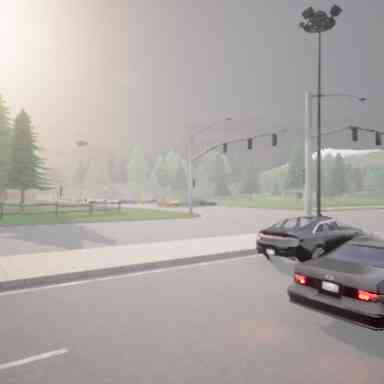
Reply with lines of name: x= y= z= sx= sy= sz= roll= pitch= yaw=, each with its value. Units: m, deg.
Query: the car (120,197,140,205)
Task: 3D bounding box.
car: x=-12.556 y=1.708 z=65.223 sx=1.812 sy=1.442 sz=4.674 roll=0 pitch=0 yaw=-34

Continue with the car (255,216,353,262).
car: x=4.273 y=1.557 z=11.108 sx=4.902 sy=1.511 sz=2.128 roll=0 pitch=0 yaw=-35

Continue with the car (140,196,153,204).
car: x=-9.622 y=1.684 z=67.148 sx=1.882 sy=1.535 sz=5.008 roll=0 pitch=0 yaw=-35

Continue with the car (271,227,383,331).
car: x=4.277 y=1.596 z=6.816 sx=5.357 sy=1.411 sz=2.033 roll=1 pitch=0 yaw=-35

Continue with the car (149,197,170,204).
car: x=-6.843 y=1.769 z=69.291 sx=2.033 sy=1.411 sz=5.357 roll=0 pitch=0 yaw=-35

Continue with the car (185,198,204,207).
car: x=-0.683 y=1.805 z=54.151 sx=1.895 sy=1.301 sz=4.718 roll=0 pitch=0 yaw=-35

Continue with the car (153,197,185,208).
car: x=-3.695 y=1.658 z=52.348 sx=1.882 sy=1.535 sz=5.008 roll=0 pitch=0 yaw=-35

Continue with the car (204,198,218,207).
car: x=2.075 y=1.775 z=56.335 sx=2.033 sy=1.411 sz=5.357 roll=0 pitch=0 yaw=-34
